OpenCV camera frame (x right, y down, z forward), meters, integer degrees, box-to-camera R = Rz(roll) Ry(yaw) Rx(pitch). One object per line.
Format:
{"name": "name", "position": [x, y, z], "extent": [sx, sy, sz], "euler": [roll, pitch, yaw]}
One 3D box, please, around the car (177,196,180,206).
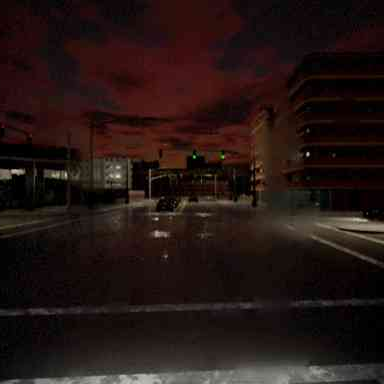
{"name": "car", "position": [-3.191, 1.348, 47.521], "extent": [2.097, 1.767, 4.553], "euler": [0, 0, 0]}

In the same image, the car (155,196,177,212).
{"name": "car", "position": [-3.081, 1.502, 38.316], "extent": [1.837, 1.490, 4.892], "euler": [0, 0, -1]}

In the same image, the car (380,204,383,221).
{"name": "car", "position": [16.311, 1.599, 23.462], "extent": [4.718, 1.301, 1.895], "euler": [0, 0, -3]}

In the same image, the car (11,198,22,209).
{"name": "car", "position": [-24.011, 1.453, 42.637], "extent": [3.806, 1.475, 1.970], "euler": [0, 0, 1]}

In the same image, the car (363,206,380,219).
{"name": "car", "position": [16.229, 1.562, 26.945], "extent": [4.181, 1.385, 1.994], "euler": [0, 0, 1]}

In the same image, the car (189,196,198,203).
{"name": "car", "position": [0.237, 1.500, 66.986], "extent": [1.837, 1.490, 4.892], "euler": [0, 0, 0]}

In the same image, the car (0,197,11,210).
{"name": "car", "position": [-23.297, 1.292, 36.886], "extent": [4.611, 1.667, 2.242], "euler": [0, 0, 1]}

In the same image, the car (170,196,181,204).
{"name": "car", "position": [-3.261, 1.559, 66.729], "extent": [1.994, 1.385, 4.181], "euler": [0, 0, 0]}
